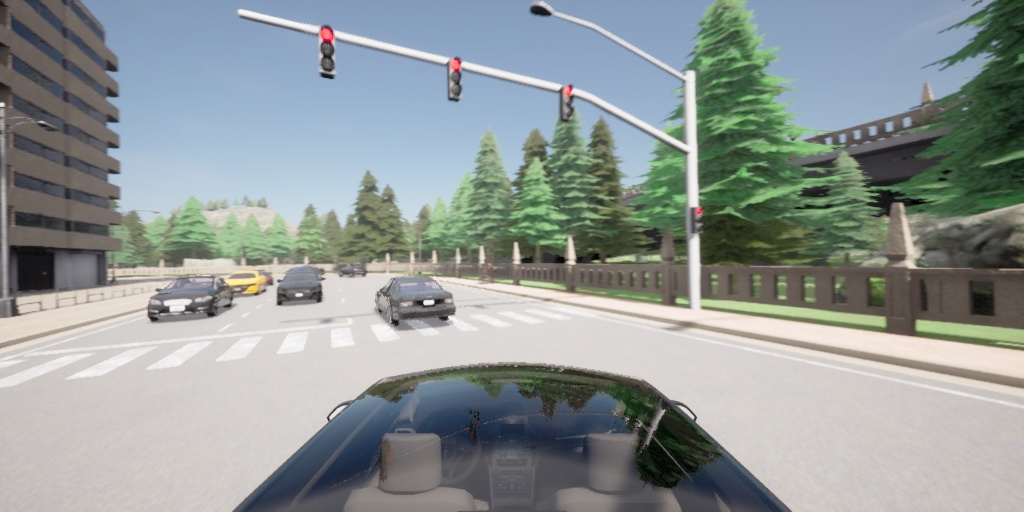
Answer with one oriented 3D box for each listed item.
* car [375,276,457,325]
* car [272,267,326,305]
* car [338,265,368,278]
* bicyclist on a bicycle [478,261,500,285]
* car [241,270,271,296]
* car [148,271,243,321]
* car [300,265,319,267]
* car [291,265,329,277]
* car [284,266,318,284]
[{"bbox_3d":[-3.527,1.411,12.493,2.033,1.411,5.357,-1,0,-27],"label":"car"},{"bbox_3d":[-10.816,1.532,18.513,1.882,1.535,5.008,-1,0,-27],"label":"car"},{"bbox_3d":[-19.528,1.831,43.943,4.902,1.511,2.128,-2,0,42],"label":"car"},{"bbox_3d":[-1.575,1.156,24.633,1.656,1.620,0.582,-2,0,-27],"label":"bicyclist on a bicycle"},{"bbox_3d":[-17.048,1.693,22.946,1.882,1.535,5.008,-1,0,-28],"label":"car"},{"bbox_3d":[-12.726,1.578,14.482,2.128,1.511,4.902,-1,0,-29],"label":"car"},{"bbox_3d":[-15.259,1.677,26.908,2.128,1.511,4.902,-1,0,-29],"label":"car"},{"bbox_3d":[-28.097,2.052,49.839,4.902,1.511,2.128,-1,0,26],"label":"car"},{"bbox_3d":[-20.812,1.820,35.257,1.882,1.535,5.008,-1,0,-42],"label":"car"}]
